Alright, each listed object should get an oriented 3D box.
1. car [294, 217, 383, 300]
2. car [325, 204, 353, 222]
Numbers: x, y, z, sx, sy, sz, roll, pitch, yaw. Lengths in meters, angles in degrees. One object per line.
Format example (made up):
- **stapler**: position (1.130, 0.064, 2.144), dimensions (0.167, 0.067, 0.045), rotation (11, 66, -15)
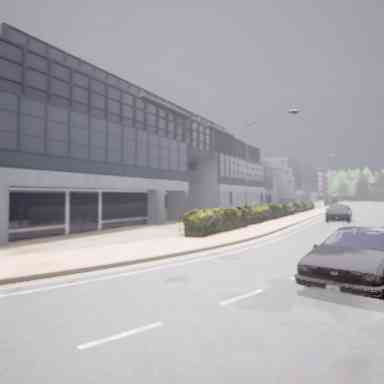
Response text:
- **car**: position (4.651, 1.644, 8.962), dimensions (2.033, 1.411, 5.357), rotation (0, -1, 40)
- **car**: position (12.453, 1.769, 28.085), dimensions (1.882, 1.535, 5.008), rotation (0, -1, 29)
